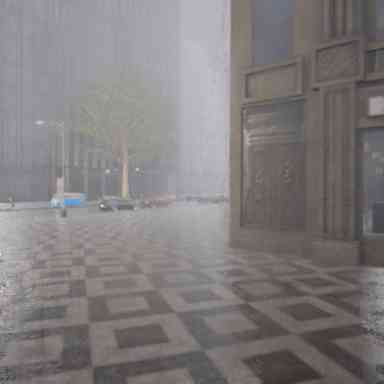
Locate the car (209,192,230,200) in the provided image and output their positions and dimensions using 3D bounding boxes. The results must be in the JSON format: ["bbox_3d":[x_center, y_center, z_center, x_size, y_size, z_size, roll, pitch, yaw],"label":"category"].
[{"bbox_3d":[5.443,0.761,65.759,2.008,1.369,4.403,2,2,36],"label":"car"}]

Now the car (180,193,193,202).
[{"bbox_3d":[-1.135,0.922,56.651,2.008,1.369,4.403,2,2,36],"label":"car"}]

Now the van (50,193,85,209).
[{"bbox_3d":[-14.292,1.019,38.430,1.690,1.788,3.998,1,1,36],"label":"van"}]

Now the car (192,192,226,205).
[{"bbox_3d":[2.492,1.063,47.113,2.008,1.369,4.403,1,2,36],"label":"car"}]

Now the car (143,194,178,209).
[{"bbox_3d":[-4.088,1.212,38.002,1.887,1.381,4.507,1,2,36],"label":"car"}]

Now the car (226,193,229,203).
[{"bbox_3d":[5.782,0.870,51.664,1.967,1.590,4.097,1,2,36],"label":"car"}]

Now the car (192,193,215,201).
[{"bbox_3d":[2.154,0.841,61.205,2.008,1.369,4.403,2,2,36],"label":"car"}]

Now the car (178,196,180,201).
[{"bbox_3d":[-4.523,0.980,51.960,1.752,1.417,4.829,2,2,36],"label":"car"}]

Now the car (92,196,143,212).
[{"bbox_3d":[-7.377,1.303,33.450,1.947,1.339,4.313,1,2,36],"label":"car"}]
